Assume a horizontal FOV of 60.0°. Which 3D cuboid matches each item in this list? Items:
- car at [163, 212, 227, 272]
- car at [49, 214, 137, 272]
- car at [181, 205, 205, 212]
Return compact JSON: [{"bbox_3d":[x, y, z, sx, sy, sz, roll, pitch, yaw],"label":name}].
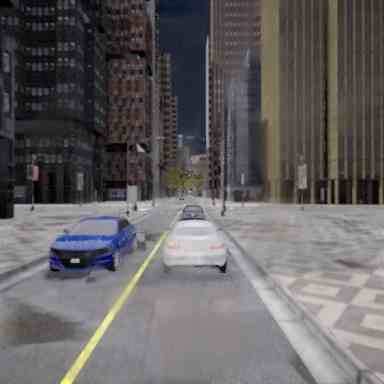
[{"bbox_3d":[0.080,1.618,10.967,1.812,1.442,4.674,0,-1,0],"label":"car"},{"bbox_3d":[-3.107,1.573,11.332,1.882,1.535,5.008,0,0,0],"label":"car"},{"bbox_3d":[0.075,1.766,26.729,2.033,1.411,5.357,0,0,0],"label":"car"}]
